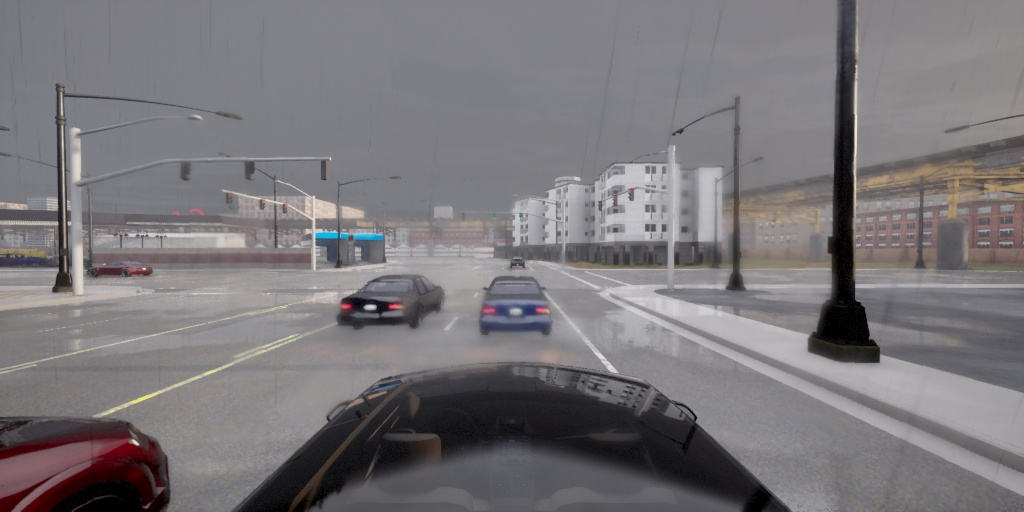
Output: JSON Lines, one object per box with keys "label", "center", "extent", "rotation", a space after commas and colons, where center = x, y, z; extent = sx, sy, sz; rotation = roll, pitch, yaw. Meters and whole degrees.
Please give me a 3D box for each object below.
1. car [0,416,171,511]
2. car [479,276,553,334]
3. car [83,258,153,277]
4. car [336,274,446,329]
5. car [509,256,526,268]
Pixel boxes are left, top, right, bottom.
{"label": "car", "center": [-3.394, 1.315, 0.763], "extent": [1.994, 1.385, 4.181], "rotation": [0, 0, -1]}
{"label": "car", "center": [0.087, 1.278, 10.516], "extent": [2.033, 1.411, 5.357], "rotation": [0, 0, 0]}
{"label": "car", "center": [-33.771, 1.085, 30.927], "extent": [4.181, 1.385, 1.994], "rotation": [0, 1, -1]}
{"label": "car", "center": [-3.408, 1.272, 11.135], "extent": [2.033, 1.411, 5.357], "rotation": [0, 0, 0]}
{"label": "car", "center": [0.694, 0.771, 46.178], "extent": [1.837, 1.490, 4.892], "rotation": [0, 1, 0]}
